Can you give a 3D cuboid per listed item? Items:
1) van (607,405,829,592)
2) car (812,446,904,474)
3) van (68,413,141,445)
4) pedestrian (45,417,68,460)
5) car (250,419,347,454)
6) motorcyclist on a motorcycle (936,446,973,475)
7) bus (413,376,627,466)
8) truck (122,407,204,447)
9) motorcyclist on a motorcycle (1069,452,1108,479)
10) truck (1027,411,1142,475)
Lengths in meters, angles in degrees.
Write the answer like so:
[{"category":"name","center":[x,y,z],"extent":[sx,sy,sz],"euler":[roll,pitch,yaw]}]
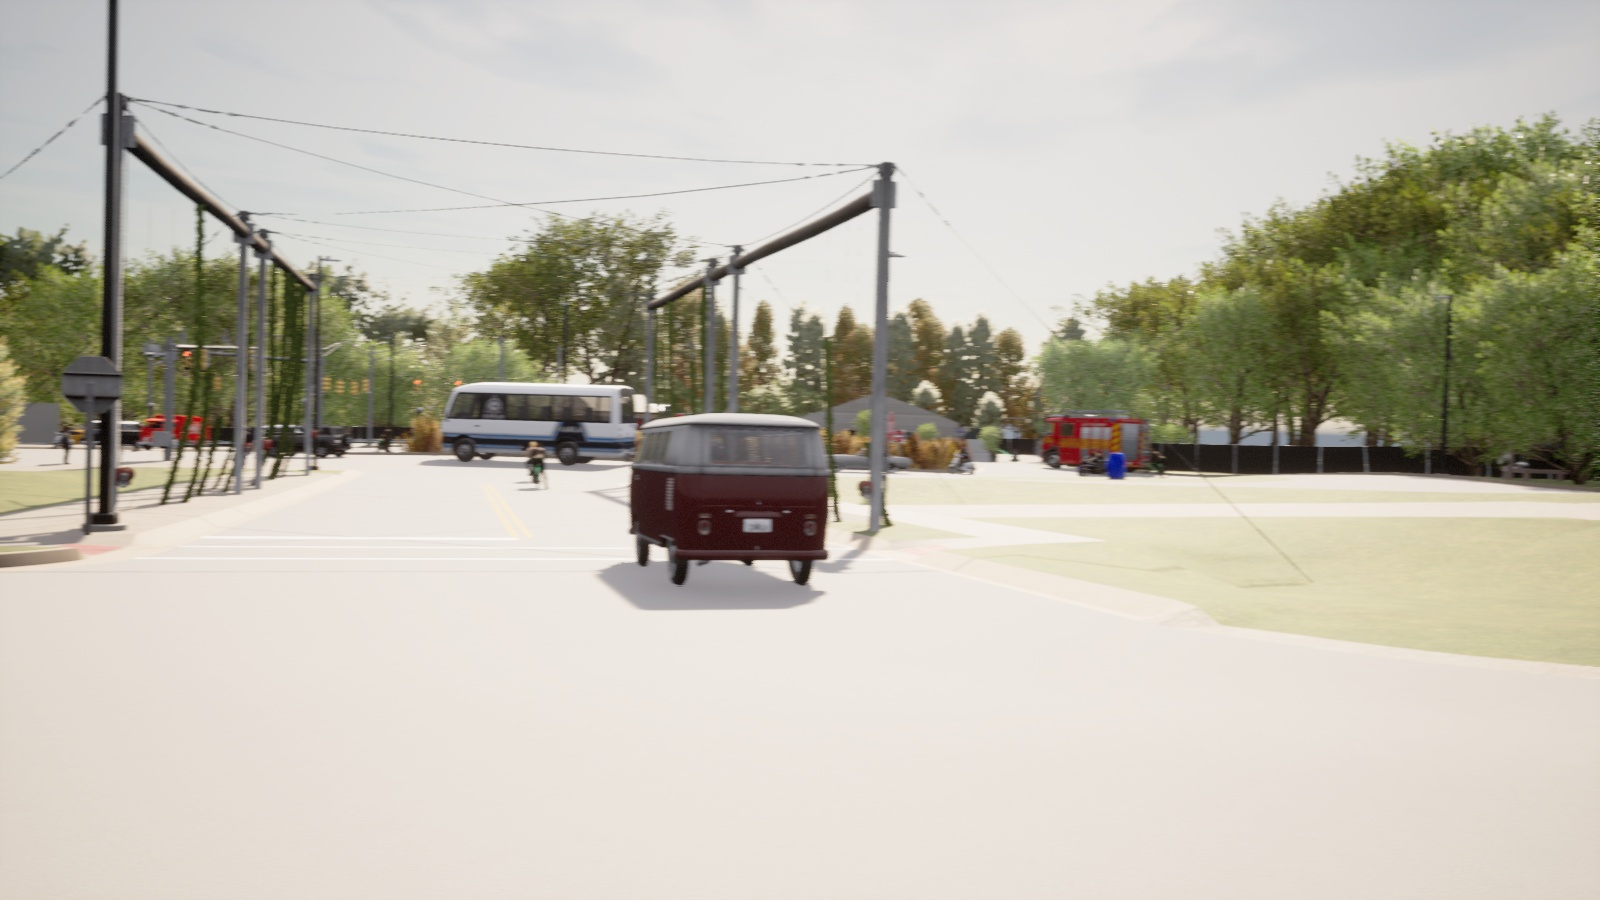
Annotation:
[{"category":"van","center":[-1.195,0.538,15.756],"extent":[1.775,1.987,4.442],"euler":[2,0,-16]},{"category":"car","center":[3.065,0.533,66.844],"extent":[4.718,1.301,1.895],"euler":[2,1,-2]},{"category":"van","center":[-47.472,-1.439,85.864],"extent":[2.069,2.038,4.480],"euler":[1,-1,8]},{"category":"pedestrian","center":[-34.648,-0.553,58.503],"extent":[0.788,1.949,0.423],"euler":[2,2,-3]},{"category":"car","center":[-27.471,-0.760,68.856],"extent":[4.605,1.855,1.932],"euler":[1,1,9]},{"category":"motorcyclist on a motorcycle","center":[8.893,0.627,72.265],"extent":[1.817,1.590,0.866],"euler":[2,1,-23]},{"category":"bus","center":[-14.799,-1.586,66.819],"extent":[10.273,4.253,3.944],"euler":[2,2,9]},{"category":"truck","center":[-43.616,-1.548,86.160],"extent":[2.627,2.467,5.204],"euler":[2,0,5]},{"category":"motorcyclist on a motorcycle","center":[16.889,0.913,73.636],"extent":[2.191,1.530,0.866],"euler":[1,0,12]},{"category":"truck","center":[18.118,-0.522,80.714],"extent":[2.891,3.827,8.468],"euler":[2,1,-20]}]
